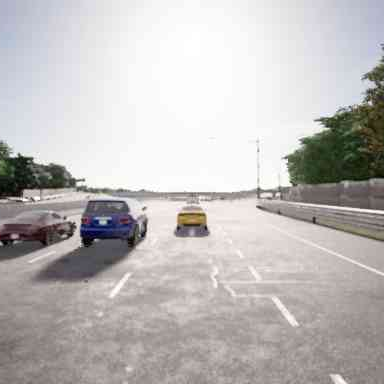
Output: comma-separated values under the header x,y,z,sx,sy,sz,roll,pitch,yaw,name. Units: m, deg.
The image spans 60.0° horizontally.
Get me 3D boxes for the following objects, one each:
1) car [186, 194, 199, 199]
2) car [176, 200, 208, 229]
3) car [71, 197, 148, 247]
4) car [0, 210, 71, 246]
x,y,z,sx,sy,sz,roll,pitch,yaw,name
0.103,1.386,59.642,2.150,2.045,5.566,0,0,0,car
0.004,1.529,21.829,1.882,1.535,5.008,0,0,0,car
-3.394,1.256,15.378,2.150,2.045,5.566,0,0,0,car
-6.894,1.559,15.246,1.812,1.442,4.674,0,0,0,car
